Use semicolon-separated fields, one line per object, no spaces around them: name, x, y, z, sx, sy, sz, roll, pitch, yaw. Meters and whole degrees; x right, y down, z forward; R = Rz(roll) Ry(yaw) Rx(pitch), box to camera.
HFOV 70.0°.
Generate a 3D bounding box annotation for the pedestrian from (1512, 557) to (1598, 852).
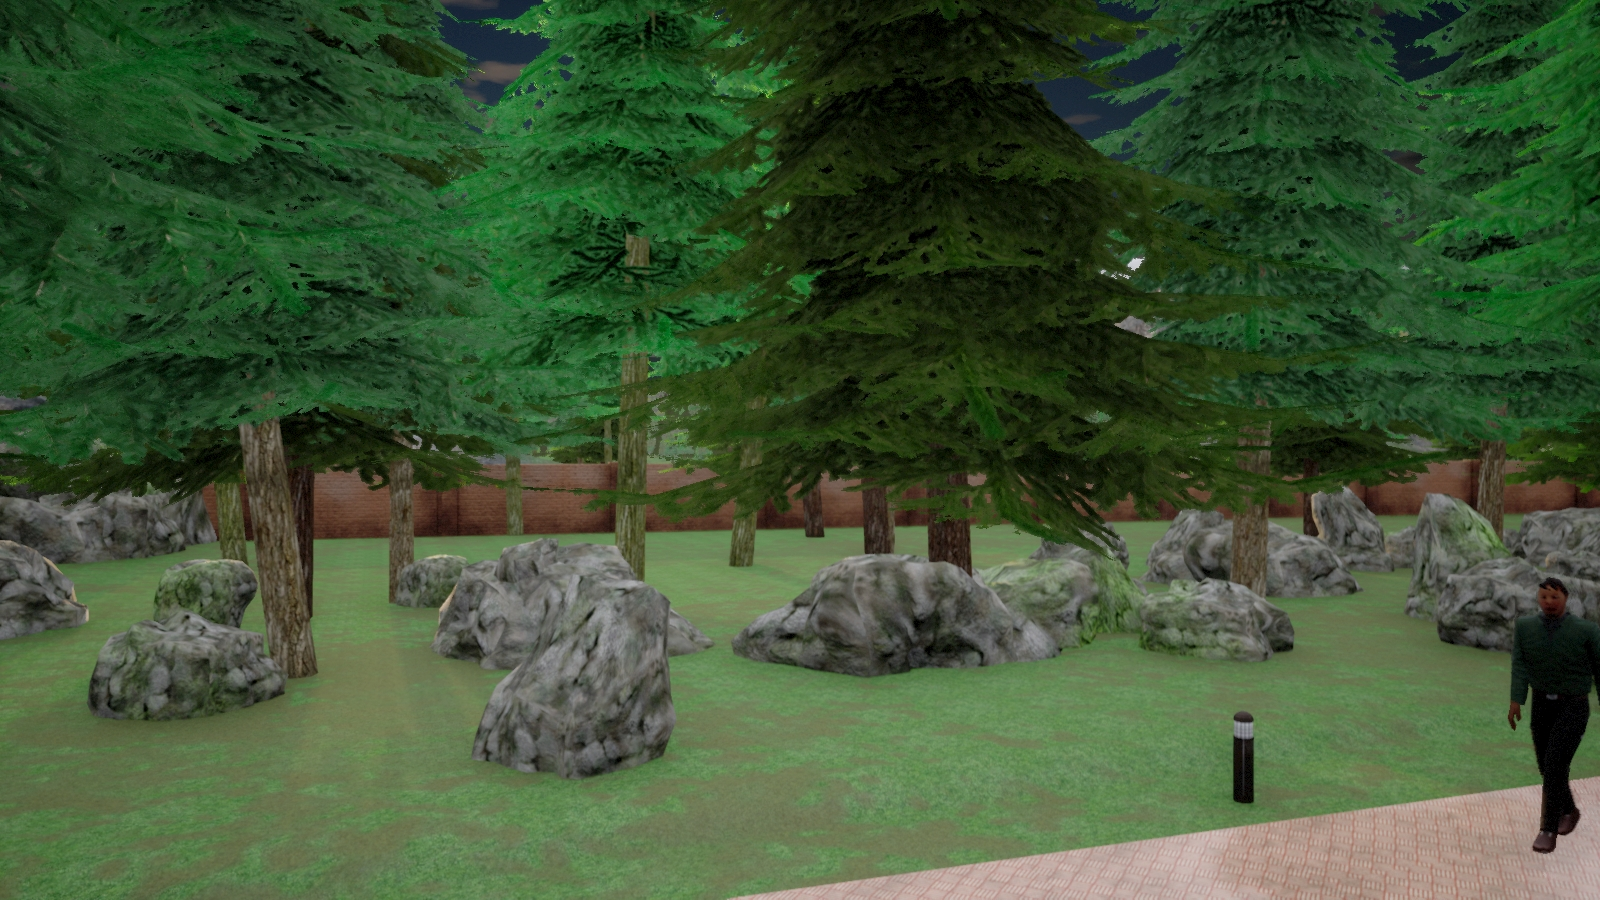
pedestrian;5.058;1.673;7.659;0.375;1.860;0.375;0;0;-37
